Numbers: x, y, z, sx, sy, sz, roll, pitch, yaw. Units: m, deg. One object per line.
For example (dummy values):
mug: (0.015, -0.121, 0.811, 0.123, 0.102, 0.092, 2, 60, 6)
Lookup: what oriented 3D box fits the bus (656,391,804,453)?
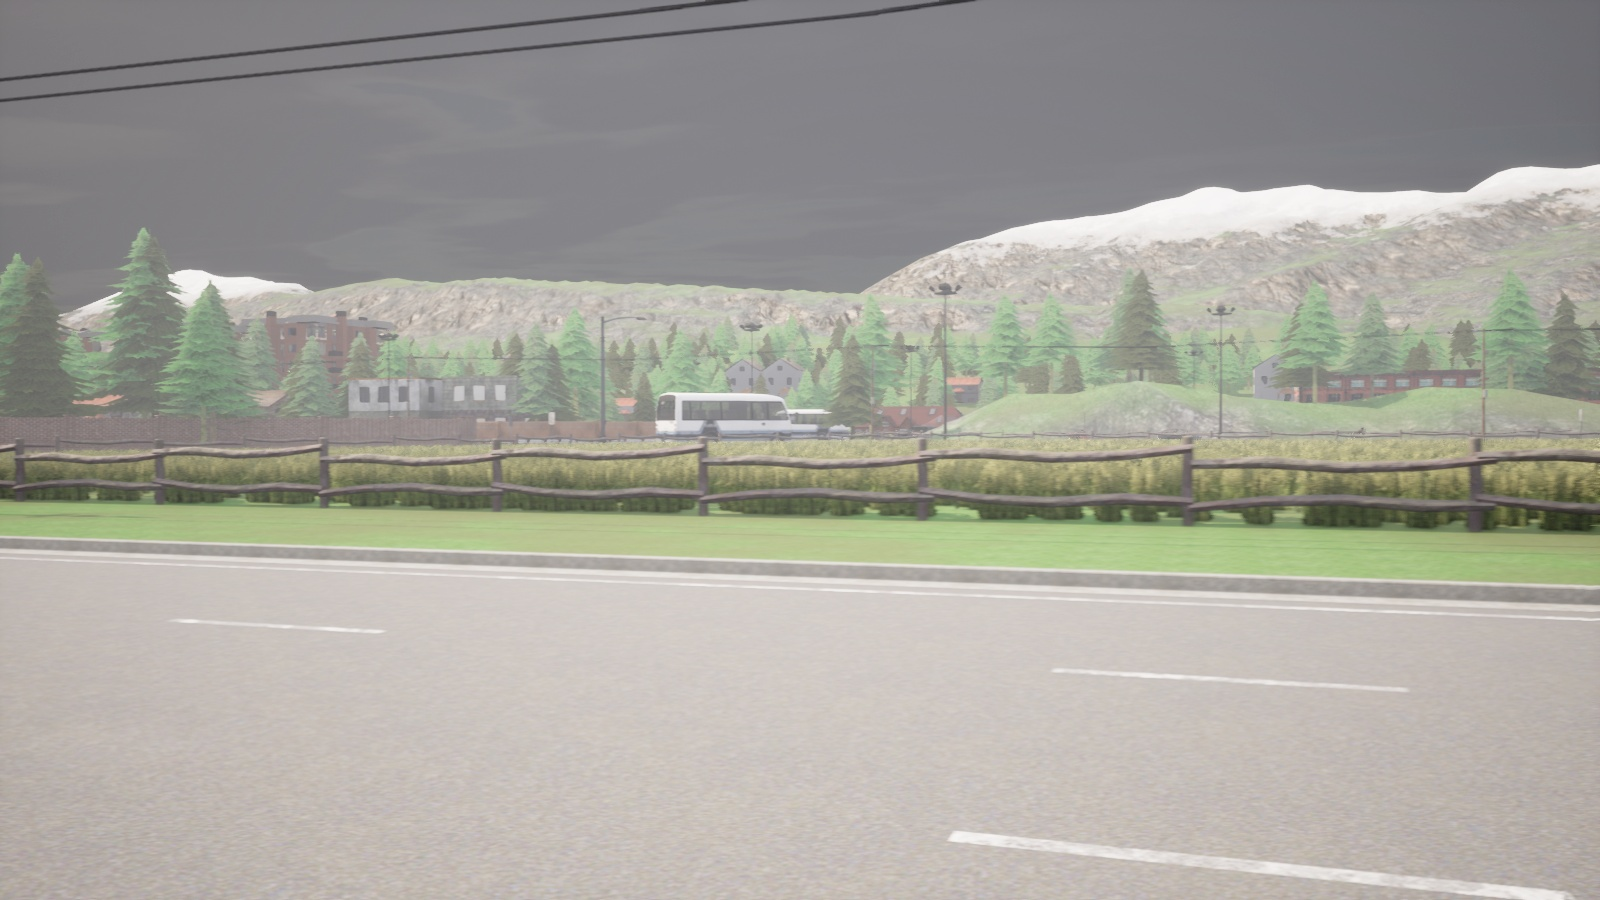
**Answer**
bus: (-5.039, -2.040, 91.875, 10.273, 4.253, 3.944, -1, 1, -34)
